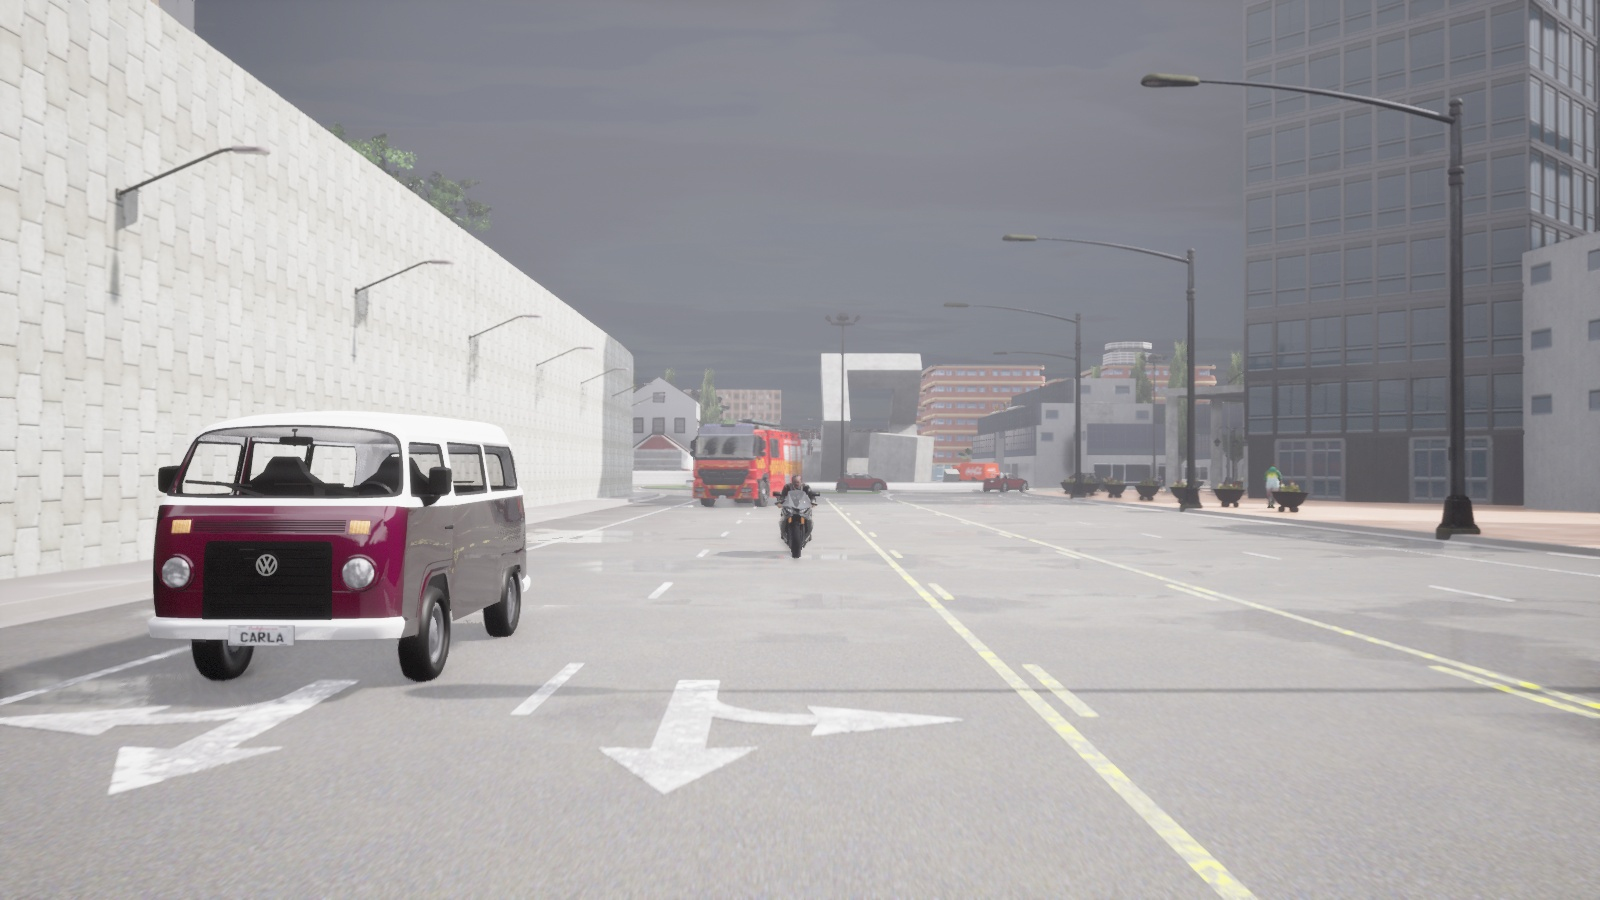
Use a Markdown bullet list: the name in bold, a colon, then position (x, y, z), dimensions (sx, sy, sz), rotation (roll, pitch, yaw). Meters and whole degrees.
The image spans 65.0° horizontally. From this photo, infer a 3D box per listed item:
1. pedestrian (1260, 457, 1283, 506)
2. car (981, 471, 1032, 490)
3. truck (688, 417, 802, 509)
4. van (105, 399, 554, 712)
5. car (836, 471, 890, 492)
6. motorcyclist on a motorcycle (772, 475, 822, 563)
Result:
- **pedestrian**: position (18.942, 1.267, 50.456), dimensions (0.659, 1.952, 0.873), rotation (-1, -1, 33)
- **car**: position (15.929, 2.337, 96.806), dimensions (1.970, 1.475, 3.806), rotation (-1, -1, 45)
- **truck**: position (-2.312, 0.606, 56.559), dimensions (2.891, 3.827, 8.468), rotation (0, -1, 14)
- **van**: position (-3.527, 0.728, 10.479), dimensions (2.069, 2.038, 4.480), rotation (0, -1, 0)
- **car**: position (4.601, 2.306, 92.240), dimensions (3.806, 1.475, 1.970), rotation (0, -1, 0)
- **motorcyclist on a motorcycle**: position (-0.056, 1.239, 23.245), dimensions (0.866, 1.530, 2.191), rotation (0, -1, 0)
